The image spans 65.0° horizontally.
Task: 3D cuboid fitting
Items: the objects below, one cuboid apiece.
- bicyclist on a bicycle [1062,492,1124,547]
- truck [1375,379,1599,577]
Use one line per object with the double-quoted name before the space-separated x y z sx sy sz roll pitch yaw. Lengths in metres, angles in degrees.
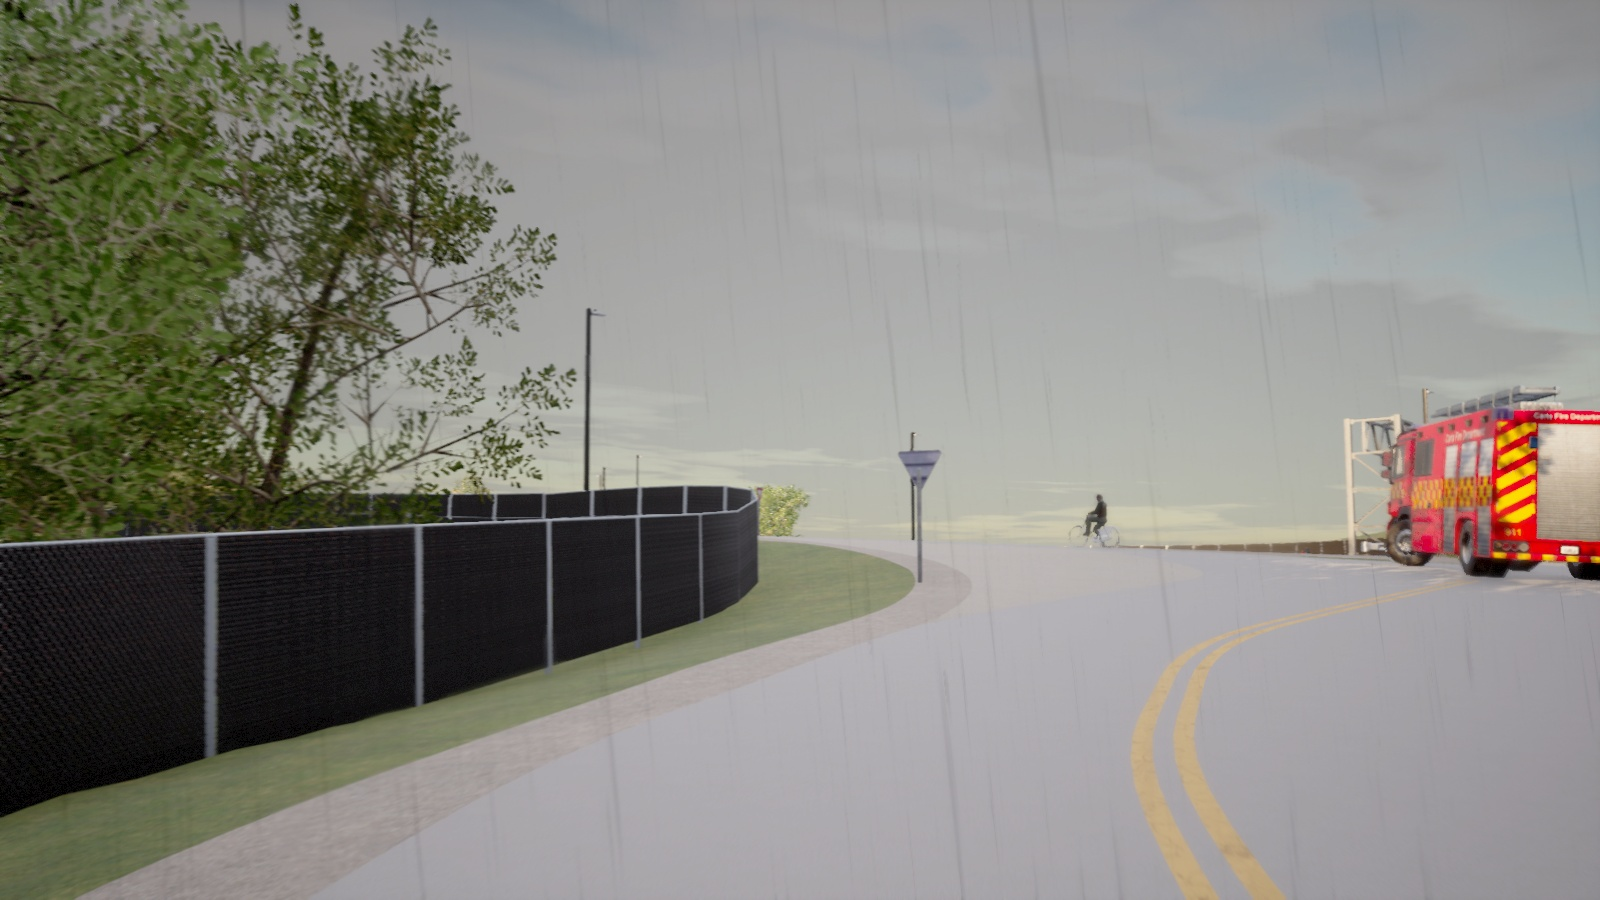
"bicyclist on a bicycle" 9.591 2.268 41.169 1.843 1.776 0.659 -1 -4 42
"truck" 15.738 0.757 28.652 2.891 3.827 8.468 1 -3 12
